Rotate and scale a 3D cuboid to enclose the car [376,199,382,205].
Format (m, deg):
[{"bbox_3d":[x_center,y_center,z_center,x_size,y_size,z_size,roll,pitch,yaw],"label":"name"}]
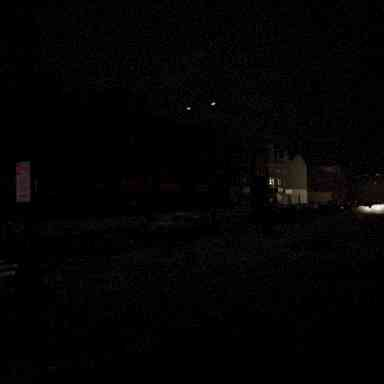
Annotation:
[{"bbox_3d":[45.050,2.456,80.998,2.008,1.369,4.403,-2,-2,35],"label":"car"}]

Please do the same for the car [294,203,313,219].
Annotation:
[{"bbox_3d":[9.287,1.739,30.500,2.008,1.369,4.403,-1,-1,35],"label":"car"}]

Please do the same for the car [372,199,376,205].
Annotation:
[{"bbox_3d":[35.297,2.207,67.227,1.887,1.381,4.507,-1,-2,35],"label":"car"}]

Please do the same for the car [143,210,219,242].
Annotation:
[{"bbox_3d":[-0.369,1.594,16.866,1.752,1.417,4.829,-1,-1,35],"label":"car"}]

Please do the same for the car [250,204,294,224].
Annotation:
[{"bbox_3d":[6.036,1.710,25.909,1.947,1.339,4.313,-1,-1,35],"label":"car"}]

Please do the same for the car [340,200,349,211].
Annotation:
[{"bbox_3d":[19.040,1.779,44.275,1.967,1.590,4.097,-1,-1,35],"label":"car"}]

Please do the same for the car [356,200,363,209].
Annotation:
[{"bbox_3d":[25.543,2.009,53.455,2.008,1.369,4.403,-1,-1,35],"label":"car"}]

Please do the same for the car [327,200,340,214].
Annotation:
[{"bbox_3d":[15.789,1.830,39.682,1.887,1.381,4.507,-1,-1,35],"label":"car"}]

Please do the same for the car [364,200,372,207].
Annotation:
[{"bbox_3d":[32.047,2.142,62.637,2.008,1.369,4.403,-1,-1,35],"label":"car"}]

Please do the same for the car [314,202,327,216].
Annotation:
[{"bbox_3d":[12.538,1.817,35.091,1.802,1.307,4.206,-1,-1,35],"label":"car"}]

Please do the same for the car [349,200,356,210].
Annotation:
[{"bbox_3d":[22.292,1.948,48.864,2.008,1.369,4.403,-1,-1,35],"label":"car"}]
